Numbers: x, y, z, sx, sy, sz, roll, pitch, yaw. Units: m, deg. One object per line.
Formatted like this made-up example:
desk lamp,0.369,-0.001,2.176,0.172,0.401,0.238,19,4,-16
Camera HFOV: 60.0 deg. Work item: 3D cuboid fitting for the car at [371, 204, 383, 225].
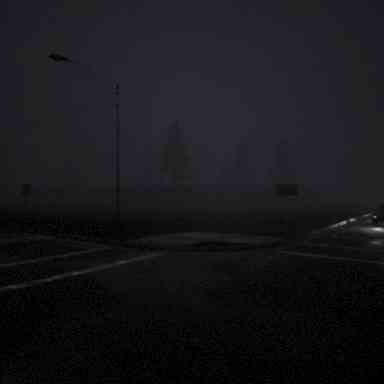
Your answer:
car,14.078,1.541,23.601,2.033,1.411,5.357,0,0,36
